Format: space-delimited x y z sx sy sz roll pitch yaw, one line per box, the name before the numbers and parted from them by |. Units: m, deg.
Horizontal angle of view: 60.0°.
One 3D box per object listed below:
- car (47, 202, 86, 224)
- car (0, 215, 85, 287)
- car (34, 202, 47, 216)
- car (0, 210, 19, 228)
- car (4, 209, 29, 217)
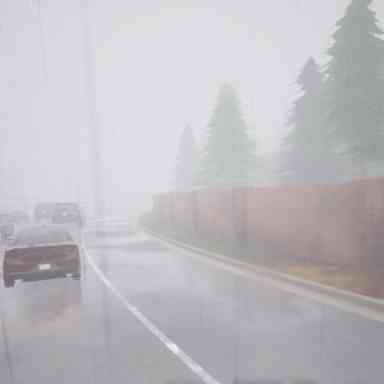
car | -10.324 1.880 28.153 2.150 2.045 5.566 -2 -1 -12
car | -4.645 1.745 10.437 1.882 1.535 5.008 -1 -1 -24
car | -14.991 2.108 35.551 2.150 2.045 5.566 -2 0 -7
car | -11.400 2.067 18.706 1.837 1.490 4.892 -1 -1 -18
car | -18.307 2.479 34.077 1.812 1.442 4.674 -1 -1 -8
